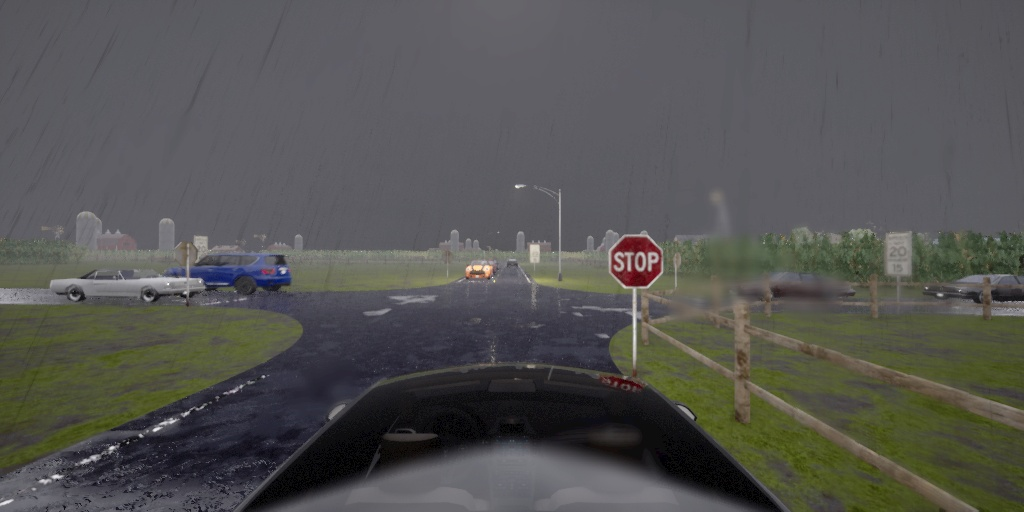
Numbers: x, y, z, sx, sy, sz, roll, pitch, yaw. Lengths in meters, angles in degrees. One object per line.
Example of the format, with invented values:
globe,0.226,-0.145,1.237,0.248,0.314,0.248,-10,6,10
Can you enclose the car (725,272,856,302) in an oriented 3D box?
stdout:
car,13.638,1.494,17.719,5.357,1.411,2.033,1,-1,1

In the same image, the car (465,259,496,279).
car,-2.854,1.100,31.716,2.097,1.767,4.553,0,0,0

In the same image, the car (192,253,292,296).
car,-14.109,0.856,17.925,5.566,2.045,2.150,1,-1,0

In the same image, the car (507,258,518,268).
car,0.079,1.201,62.312,1.882,1.535,5.008,0,0,0

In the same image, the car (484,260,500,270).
car,-2.845,1.282,52.310,2.033,1.411,5.357,0,0,0

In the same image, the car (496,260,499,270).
car,-2.850,1.220,41.652,1.882,1.535,5.008,0,0,0

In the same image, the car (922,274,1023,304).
car,23.812,1.614,17.669,5.357,1.411,2.033,1,-1,0

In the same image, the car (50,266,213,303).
car,-15.674,1.175,14.847,4.718,1.301,1.895,1,-1,0
